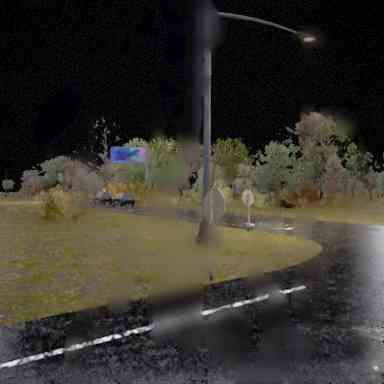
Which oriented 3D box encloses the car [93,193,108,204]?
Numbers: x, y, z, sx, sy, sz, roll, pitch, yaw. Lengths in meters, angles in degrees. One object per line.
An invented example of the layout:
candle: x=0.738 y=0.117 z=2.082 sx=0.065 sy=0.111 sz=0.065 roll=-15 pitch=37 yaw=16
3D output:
car: x=-16.394 y=1.169 z=60.887 sx=2.150 sy=2.045 sz=5.566 roll=0 pitch=0 yaw=-34

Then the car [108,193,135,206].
car: x=-10.895 y=1.185 z=52.689 sx=2.150 sy=2.045 sz=5.566 roll=0 pitch=0 yaw=-33
